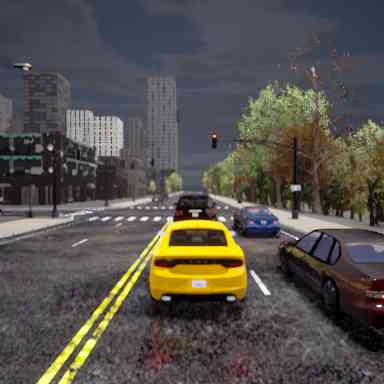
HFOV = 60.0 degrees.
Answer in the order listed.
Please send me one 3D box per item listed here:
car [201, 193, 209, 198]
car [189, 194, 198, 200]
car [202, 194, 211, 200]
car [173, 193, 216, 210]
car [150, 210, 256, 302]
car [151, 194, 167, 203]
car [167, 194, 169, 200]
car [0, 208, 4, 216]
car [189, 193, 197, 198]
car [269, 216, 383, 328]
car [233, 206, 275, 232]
[{"bbox_3d":[3.548,0.938,91.592,1.837,1.490,4.892,0,0,0],"label":"car"},{"bbox_3d":[0.263,1.169,81.185,2.128,1.511,4.902,0,0,0],"label":"car"},{"bbox_3d":[3.515,1.238,81.622,1.895,1.301,4.718,0,0,0],"label":"car"},{"bbox_3d":[0.158,1.146,18.177,2.150,2.045,5.566,0,0,0],"label":"car"},{"bbox_3d":[0.124,1.443,8.283,1.882,1.535,5.008,0,0,0],"label":"car"},{"bbox_3d":[-6.351,1.230,61.598,2.128,1.511,4.902,0,0,1],"label":"car"},{"bbox_3d":[-6.250,1.172,76.751,1.837,1.490,4.892,0,0,0],"label":"car"},{"bbox_3d":[-19.855,1.689,30.817,4.313,1.339,1.947,-1,1,0],"label":"car"},{"bbox_3d":[0.298,0.963,91.602,2.128,1.511,4.902,0,0,0],"label":"car"},{"bbox_3d":[3.374,1.517,7.271,2.033,1.411,5.357,0,0,0],"label":"car"},{"bbox_3d":[3.410,1.471,18.316,2.033,1.411,5.357,0,0,0],"label":"car"}]
